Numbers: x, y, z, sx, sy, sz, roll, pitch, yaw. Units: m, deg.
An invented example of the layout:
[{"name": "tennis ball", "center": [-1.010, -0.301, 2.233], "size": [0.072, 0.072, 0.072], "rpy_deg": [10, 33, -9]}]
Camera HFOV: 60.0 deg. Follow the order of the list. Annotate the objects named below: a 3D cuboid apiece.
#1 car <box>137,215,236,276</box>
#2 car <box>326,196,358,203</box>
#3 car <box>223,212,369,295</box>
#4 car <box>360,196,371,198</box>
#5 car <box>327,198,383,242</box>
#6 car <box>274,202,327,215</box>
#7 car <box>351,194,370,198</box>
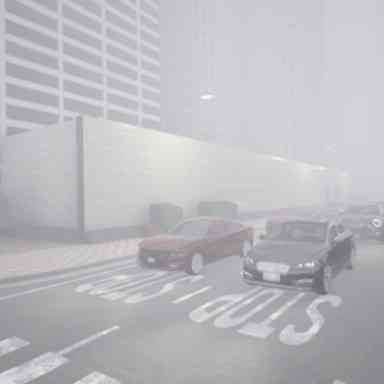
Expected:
[{"name": "car", "center": [0.340, 1.584, 11.118], "size": [1.882, 1.535, 5.008], "rpy_deg": [-2, -1, 36]}, {"name": "car", "center": [11.263, 1.432, 26.200], "size": [2.097, 1.767, 4.553], "rpy_deg": [-2, -1, 36]}, {"name": "car", "center": [3.086, 1.509, 8.945], "size": [2.128, 1.511, 4.902], "rpy_deg": [-2, -1, 36]}, {"name": "car", "center": [13.664, 1.344, 23.559], "size": [2.097, 1.767, 4.553], "rpy_deg": [-2, -1, 36]}, {"name": "car", "center": [8.484, 1.356, 16.406], "size": [2.097, 1.767, 4.553], "rpy_deg": [-2, -1, 36]}, {"name": "car", "center": [5.838, 1.571, 18.711], "size": [1.882, 1.535, 5.008], "rpy_deg": [-2, -1, 36]}, {"name": "car", "center": [17.549, 1.287, 34.858], "size": [2.150, 2.045, 5.566], "rpy_deg": [-2, -1, 36]}]
